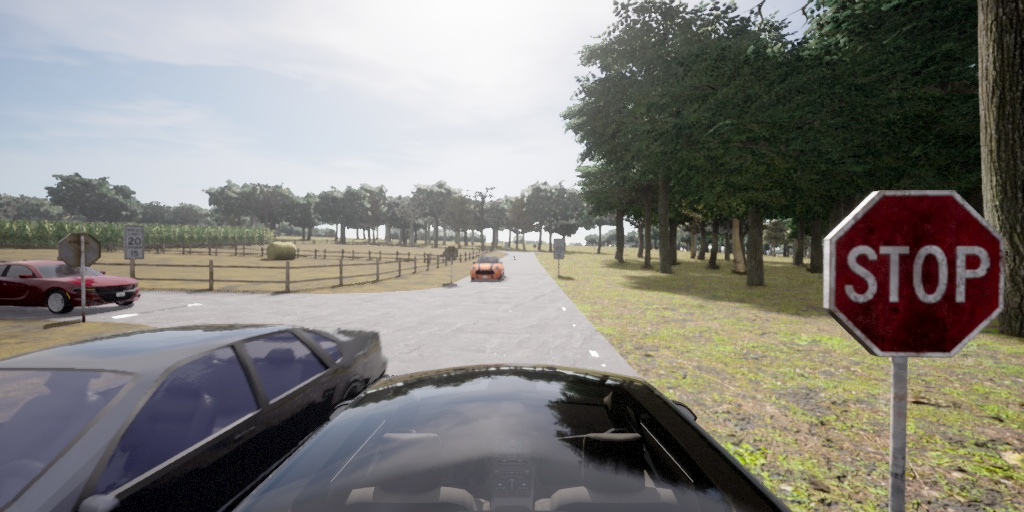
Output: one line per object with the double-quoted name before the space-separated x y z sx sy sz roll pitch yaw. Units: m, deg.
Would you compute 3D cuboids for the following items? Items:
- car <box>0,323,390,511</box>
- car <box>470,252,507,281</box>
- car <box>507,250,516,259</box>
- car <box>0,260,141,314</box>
"car" -2.662 1.300 2.582 2.033 1.411 5.357 0 0 2
"car" -1.697 0.764 25.891 2.097 1.767 4.553 0 1 2
"car" -0.191 -0.232 62.401 1.812 1.442 4.674 0 2 2
"car" -14.851 0.898 11.489 5.008 1.535 1.882 1 1 4
